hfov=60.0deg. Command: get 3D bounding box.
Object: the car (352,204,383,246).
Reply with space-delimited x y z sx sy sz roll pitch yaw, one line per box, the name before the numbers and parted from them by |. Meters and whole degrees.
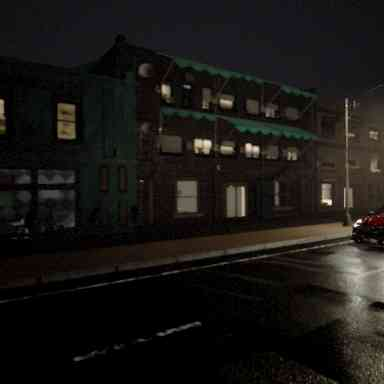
car | 8.681 1.249 13.869 4.553 1.767 2.097 0 0 -35
